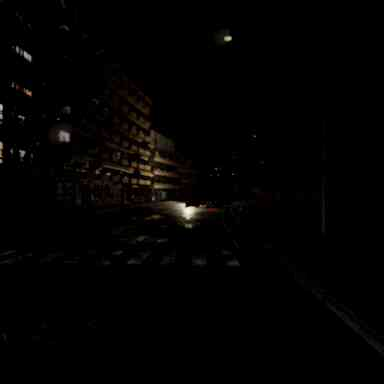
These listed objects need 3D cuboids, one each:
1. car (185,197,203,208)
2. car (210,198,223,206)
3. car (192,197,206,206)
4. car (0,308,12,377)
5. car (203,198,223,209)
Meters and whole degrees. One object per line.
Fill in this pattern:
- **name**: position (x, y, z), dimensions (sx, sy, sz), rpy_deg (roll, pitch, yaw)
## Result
- **car**: position (0.075, 1.714, 50.672), dimensions (1.994, 1.385, 4.181), rpy_deg (0, 0, 7)
- **car**: position (4.371, 1.766, 59.363), dimensions (1.994, 1.385, 4.181), rpy_deg (0, 0, 9)
- **car**: position (1.318, 1.732, 60.911), dimensions (1.812, 1.442, 4.674), rpy_deg (0, 0, 9)
- **car**: position (-3.102, 1.504, 2.075), dimensions (1.837, 1.490, 4.892), rpy_deg (0, 0, 0)
- **car**: position (3.190, 1.653, 49.465), dimensions (1.837, 1.490, 4.892), rpy_deg (0, 0, 7)
